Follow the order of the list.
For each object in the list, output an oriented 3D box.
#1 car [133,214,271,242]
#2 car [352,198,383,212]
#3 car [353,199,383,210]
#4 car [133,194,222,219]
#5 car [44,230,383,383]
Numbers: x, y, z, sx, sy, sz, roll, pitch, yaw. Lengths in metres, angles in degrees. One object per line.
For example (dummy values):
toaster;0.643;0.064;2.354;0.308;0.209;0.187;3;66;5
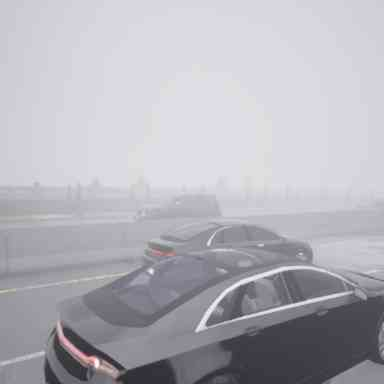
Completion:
car;1.114;1.469;8.604;4.892;1.490;1.837;0;0;-34
car;21.100;1.496;38.785;5.357;1.411;2.033;0;0;-33
car;15.284;1.468;26.558;5.357;1.411;2.033;0;0;-33
car;-0.733;1.133;20.239;5.566;2.045;2.150;0;0;-33
car;0.824;1.474;4.166;4.902;1.511;2.128;0;0;-35
